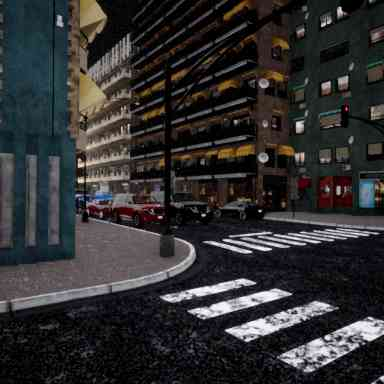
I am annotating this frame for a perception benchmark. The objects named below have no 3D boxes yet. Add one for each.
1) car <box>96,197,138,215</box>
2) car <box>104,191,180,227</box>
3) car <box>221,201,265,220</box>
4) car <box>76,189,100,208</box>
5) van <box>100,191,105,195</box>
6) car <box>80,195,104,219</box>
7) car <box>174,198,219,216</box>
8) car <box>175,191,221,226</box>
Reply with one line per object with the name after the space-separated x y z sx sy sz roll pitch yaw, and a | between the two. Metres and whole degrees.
-6.762 1.201 29.616 1.895 1.301 4.718 1 0 -36 | car
-3.214 1.033 20.302 2.192 1.841 5.009 2 0 -36 | car
3.597 1.353 25.174 1.947 1.339 4.313 2 0 -36 | car
-12.913 0.669 38.171 2.150 2.045 5.566 1 0 -35 | car
-12.697 0.725 47.760 1.690 1.788 3.998 2 0 -36 | van
-6.480 1.182 24.819 1.887 1.381 4.507 2 0 -36 | car
0.337 1.288 29.691 1.802 1.307 4.206 2 0 -36 | car
-0.941 0.966 21.551 2.150 2.045 5.566 1 0 -36 | car
